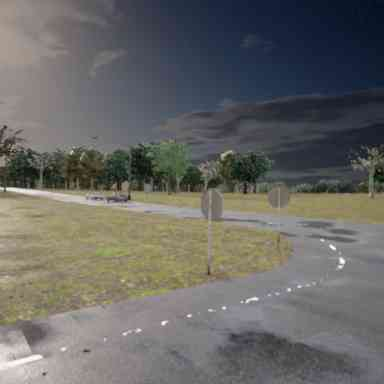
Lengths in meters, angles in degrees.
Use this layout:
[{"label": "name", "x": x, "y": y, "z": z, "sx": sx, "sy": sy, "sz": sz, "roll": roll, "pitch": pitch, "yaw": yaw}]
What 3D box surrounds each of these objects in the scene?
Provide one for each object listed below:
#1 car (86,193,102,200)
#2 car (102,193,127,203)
[{"label": "car", "x": -17.457, "y": 0.758, "z": 59.614, "sx": 1.895, "sy": 1.301, "sz": 4.718, "roll": 2, "pitch": 0, "yaw": -35}, {"label": "car", "x": -11.646, "y": 0.843, "z": 51.437, "sx": 2.128, "sy": 1.511, "sz": 4.902, "roll": 2, "pitch": 0, "yaw": -35}]
